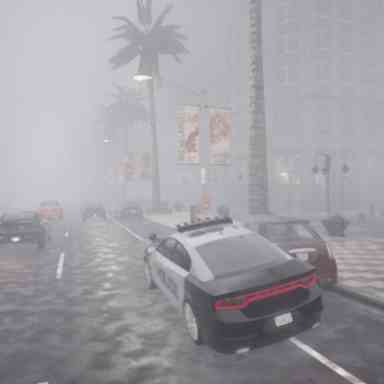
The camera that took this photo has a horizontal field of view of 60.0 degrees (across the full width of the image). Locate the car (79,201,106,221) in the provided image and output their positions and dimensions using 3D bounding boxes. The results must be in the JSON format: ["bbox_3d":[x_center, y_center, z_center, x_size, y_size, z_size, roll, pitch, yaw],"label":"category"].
[{"bbox_3d":[-8.477,1.641,28.545,1.837,1.490,4.892,0,-1,-20],"label":"car"}]

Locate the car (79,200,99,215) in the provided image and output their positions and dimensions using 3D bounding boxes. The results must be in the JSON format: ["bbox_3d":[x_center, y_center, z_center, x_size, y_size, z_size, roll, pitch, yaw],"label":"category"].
[{"bbox_3d":[-11.914,1.734,38.273,2.033,1.411,5.357,0,0,-20],"label":"car"}]

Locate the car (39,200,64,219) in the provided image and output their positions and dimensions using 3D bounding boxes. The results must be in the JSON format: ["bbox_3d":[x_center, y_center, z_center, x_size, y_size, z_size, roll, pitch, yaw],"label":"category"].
[{"bbox_3d":[-12.962,1.516,30.612,2.097,1.767,4.553,0,0,-19],"label":"car"}]

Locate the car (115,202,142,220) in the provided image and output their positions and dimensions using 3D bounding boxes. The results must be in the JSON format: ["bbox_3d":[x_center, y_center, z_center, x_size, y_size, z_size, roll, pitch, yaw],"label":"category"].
[{"bbox_3d":[-5.634,1.641,29.640,2.161,1.482,4.786,0,0,-20],"label":"car"}]

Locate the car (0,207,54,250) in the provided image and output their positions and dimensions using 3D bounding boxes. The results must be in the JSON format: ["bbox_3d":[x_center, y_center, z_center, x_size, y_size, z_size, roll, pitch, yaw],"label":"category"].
[{"bbox_3d":[-7.421,1.585,14.827,1.837,1.490,4.892,0,-1,-19],"label":"car"}]

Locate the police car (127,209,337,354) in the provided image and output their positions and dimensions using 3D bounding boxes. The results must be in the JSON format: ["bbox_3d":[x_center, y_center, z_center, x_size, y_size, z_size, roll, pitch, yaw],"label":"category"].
[{"bbox_3d":[0.260,1.346,6.703,1.930,1.638,5.238,-9,5,-20],"label":"police car"}]
